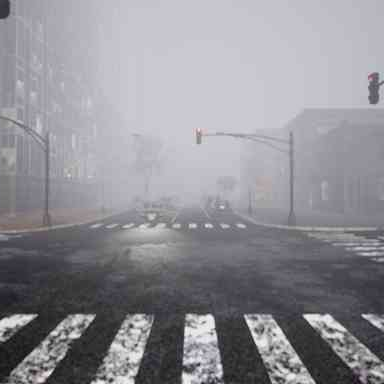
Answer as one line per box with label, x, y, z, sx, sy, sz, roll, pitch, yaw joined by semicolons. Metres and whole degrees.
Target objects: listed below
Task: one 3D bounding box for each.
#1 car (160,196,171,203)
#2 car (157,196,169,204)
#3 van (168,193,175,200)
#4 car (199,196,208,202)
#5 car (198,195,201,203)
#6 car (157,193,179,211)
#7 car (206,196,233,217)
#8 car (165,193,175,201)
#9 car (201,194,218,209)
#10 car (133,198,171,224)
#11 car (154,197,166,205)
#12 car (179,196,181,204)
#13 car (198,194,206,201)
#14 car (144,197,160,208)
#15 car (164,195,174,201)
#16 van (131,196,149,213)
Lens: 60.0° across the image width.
car;-5.701;1.549;70.979;1.947;1.339;4.313;1;0;0
car;-5.699;1.551;65.305;1.947;1.339;4.313;1;0;0
van;-5.704;1.318;93.675;1.690;1.788;3.998;1;0;0
car;2.677;1.548;76.695;1.947;1.339;4.313;1;0;0
car;2.686;1.300;65.347;2.192;1.841;5.009;1;0;0
car;-3.108;1.343;40.859;2.097;1.767;4.553;0;0;0
car;2.695;1.434;31.303;1.967;1.590;4.097;1;0;0
car;-5.701;1.293;88.001;2.192;1.841;5.009;1;0;0
car;2.694;1.306;42.650;2.192;1.841;5.009;1;0;0
car;-2.867;1.487;24.813;2.128;1.511;4.902;0;0;-4
car;-5.697;1.569;59.631;1.802;1.307;4.206;1;0;0
car;-3.050;1.337;61.132;2.097;1.767;4.553;0;0;0
car;2.676;1.419;88.042;1.967;1.590;4.097;1;0;0
car;-5.692;1.515;48.113;1.752;1.417;4.829;1;0;0
car;-5.704;1.531;82.327;2.008;1.369;4.403;1;0;0
van;-5.685;1.334;36.935;1.690;1.788;3.998;1;0;0
